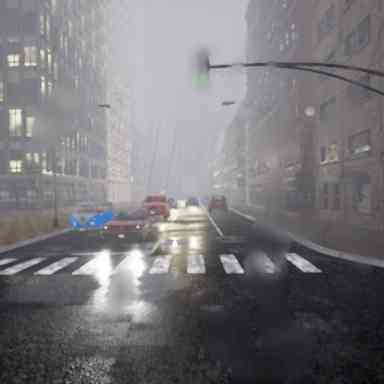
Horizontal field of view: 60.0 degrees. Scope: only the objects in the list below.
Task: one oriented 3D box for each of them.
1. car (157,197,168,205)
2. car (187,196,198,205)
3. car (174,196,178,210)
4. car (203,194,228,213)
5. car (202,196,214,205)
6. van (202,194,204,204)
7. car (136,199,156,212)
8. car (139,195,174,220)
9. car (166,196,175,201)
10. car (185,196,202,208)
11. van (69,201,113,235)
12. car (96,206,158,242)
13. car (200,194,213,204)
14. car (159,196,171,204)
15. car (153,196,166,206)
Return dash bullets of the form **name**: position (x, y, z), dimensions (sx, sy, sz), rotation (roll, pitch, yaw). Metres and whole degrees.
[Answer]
- **car**: position (-5.630, 1.638, 63.546), dimensions (1.752, 1.417, 4.829), rotation (-1, 0, 0)
- **car**: position (0.056, 1.468, 58.803), dimensions (1.882, 1.535, 5.008), rotation (-1, 0, 0)
- **car**: position (-3.024, 1.397, 44.071), dimensions (2.097, 1.767, 4.553), rotation (-1, 0, 0)
- **car**: position (2.709, 1.236, 35.953), dimensions (2.192, 1.841, 5.009), rotation (-1, 0, 0)
- **car**: position (2.743, 1.485, 58.156), dimensions (2.008, 1.369, 4.403), rotation (-1, 0, 0)
- **van**: position (2.731, 1.271, 52.605), dimensions (1.690, 1.788, 3.998), rotation (-1, 0, 0)
- **car**: position (-5.658, 1.623, 41.343), dimensions (1.752, 1.417, 4.829), rotation (-1, 0, 0)
- **car**: position (-3.072, 1.261, 28.828), dimensions (2.150, 2.045, 5.566), rotation (-1, 0, 0)
- **car**: position (-5.600, 1.683, 85.920), dimensions (2.008, 1.369, 4.403), rotation (-1, 0, 0)
- **car**: position (0.044, 1.461, 48.381), dimensions (1.882, 1.535, 5.008), rotation (-1, 0, 0)
- **van**: position (-5.689, 1.429, 19.309), dimensions (1.690, 1.788, 3.998), rotation (-1, 0, 0)
- **car**: position (-3.091, 1.634, 16.833), dimensions (1.895, 1.301, 4.718), rotation (-1, 0, 0)
- **car**: position (2.745, 1.253, 63.707), dimensions (2.192, 1.841, 5.009), rotation (-1, 0, 0)
- **car**: position (-5.621, 1.668, 69.268), dimensions (2.008, 1.369, 4.403), rotation (-1, 0, 0)
- **car**: position (-5.638, 1.548, 58.165), dimensions (1.967, 1.590, 4.097), rotation (-1, 0, 0)
